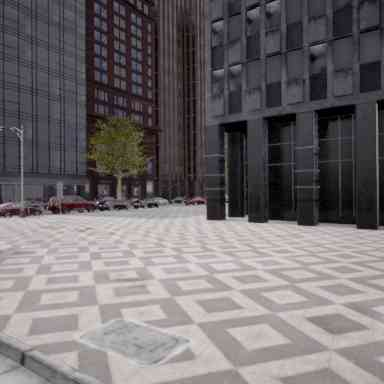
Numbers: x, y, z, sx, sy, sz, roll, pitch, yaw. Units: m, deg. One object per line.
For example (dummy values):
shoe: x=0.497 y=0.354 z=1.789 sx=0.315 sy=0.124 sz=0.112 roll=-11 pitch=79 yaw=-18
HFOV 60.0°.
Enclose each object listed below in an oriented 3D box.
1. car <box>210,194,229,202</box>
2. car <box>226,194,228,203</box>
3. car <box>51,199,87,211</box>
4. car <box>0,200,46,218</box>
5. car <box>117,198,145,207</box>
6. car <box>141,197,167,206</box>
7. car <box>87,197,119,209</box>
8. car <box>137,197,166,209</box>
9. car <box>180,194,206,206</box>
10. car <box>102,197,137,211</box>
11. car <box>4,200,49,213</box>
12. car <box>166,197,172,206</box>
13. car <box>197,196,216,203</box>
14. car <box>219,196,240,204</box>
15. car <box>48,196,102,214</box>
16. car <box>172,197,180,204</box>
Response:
car: x=6.389 y=1.296 z=75.945 sx=2.192 sy=1.841 sz=5.009 roll=-1 pitch=0 yaw=35
car: x=3.814 y=1.222 z=57.170 sx=2.192 sy=1.841 sz=5.009 roll=-1 pitch=0 yaw=35
car: x=-15.991 y=1.642 z=43.426 sx=1.802 sy=1.307 sz=4.206 roll=-1 pitch=0 yaw=35
car: x=-15.366 y=1.576 z=29.300 sx=1.802 sy=1.307 sz=4.206 roll=-1 pitch=0 yaw=35
car: x=-9.596 y=1.613 z=52.717 sx=1.802 sy=1.307 sz=4.206 roll=-1 pitch=0 yaw=35
car: x=-6.496 y=1.544 z=57.222 sx=1.752 sy=1.417 sz=4.829 roll=-1 pitch=0 yaw=35
car: x=-12.796 y=1.484 z=48.072 sx=1.967 sy=1.590 sz=4.097 roll=-1 pitch=0 yaw=35
car: x=-5.775 y=1.509 z=43.234 sx=1.947 sy=1.339 sz=4.313 roll=-1 pitch=0 yaw=35
car: x=0.619 y=1.462 z=52.524 sx=1.887 sy=1.381 sz=4.507 roll=-1 pitch=0 yaw=35
car: x=-8.972 y=1.524 z=38.590 sx=1.947 sy=1.339 sz=4.313 roll=-1 pitch=0 yaw=35
car: x=-19.189 y=1.642 z=38.781 sx=1.947 sy=1.339 sz=4.313 roll=-1 pitch=0 yaw=35
car: x=-5.490 y=1.564 z=48.180 sx=1.895 sy=1.301 sz=4.718 roll=-1 pitch=0 yaw=35
car: x=3.193 y=1.534 z=71.299 sx=1.887 sy=1.381 sz=4.507 roll=-1 pitch=0 yaw=35
car: x=7.013 y=1.463 z=61.813 sx=1.947 sy=1.339 sz=4.313 roll=-1 pitch=0 yaw=35
car: x=-12.171 y=1.290 z=33.946 sx=2.192 sy=1.841 sz=5.009 roll=-1 pitch=0 yaw=35
car: x=-3.202 y=1.574 z=62.008 sx=1.947 sy=1.339 sz=4.313 roll=-1 pitch=0 yaw=35
